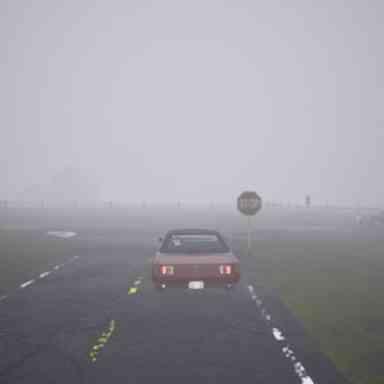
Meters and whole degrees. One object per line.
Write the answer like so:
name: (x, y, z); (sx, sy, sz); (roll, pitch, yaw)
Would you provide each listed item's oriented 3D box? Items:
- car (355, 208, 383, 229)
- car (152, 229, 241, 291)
car: (14.318, 1.850, 23.794); (4.902, 1.511, 2.128); (1, -1, 0)
car: (0.018, 1.655, 9.122); (1.895, 1.301, 4.718); (0, 0, -2)
